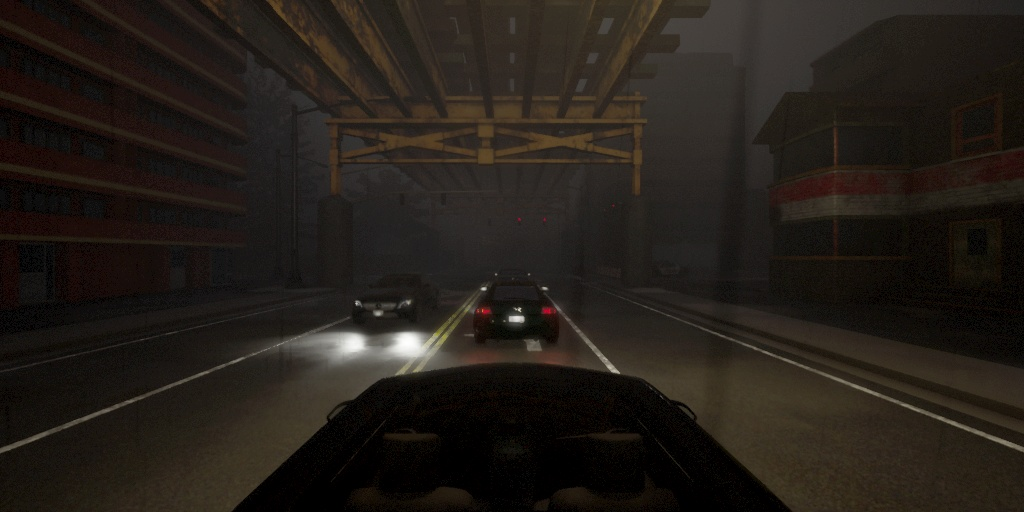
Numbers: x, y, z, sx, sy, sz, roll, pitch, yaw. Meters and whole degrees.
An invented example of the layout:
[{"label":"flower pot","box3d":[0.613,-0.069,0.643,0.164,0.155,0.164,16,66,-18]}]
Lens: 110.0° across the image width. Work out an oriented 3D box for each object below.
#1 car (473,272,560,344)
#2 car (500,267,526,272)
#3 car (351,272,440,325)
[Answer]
[{"label":"car","box3d":[0.078,1.314,9.661,1.994,1.385,4.181,0,0,-1]},{"label":"car","box3d":[0.036,1.286,19.610,2.033,1.411,5.357,0,0,0]},{"label":"car","box3d":[-3.616,1.272,11.991,1.812,1.442,4.674,0,0,0]}]
